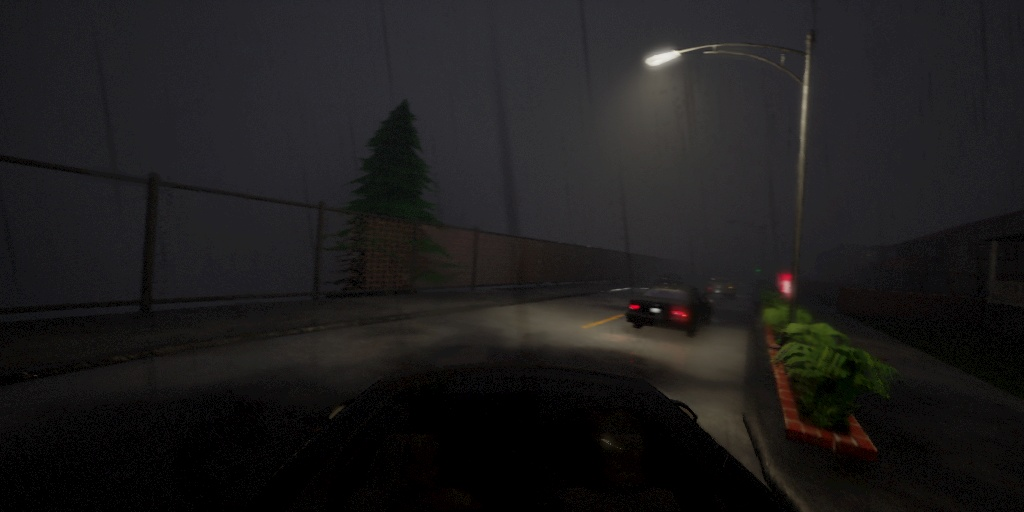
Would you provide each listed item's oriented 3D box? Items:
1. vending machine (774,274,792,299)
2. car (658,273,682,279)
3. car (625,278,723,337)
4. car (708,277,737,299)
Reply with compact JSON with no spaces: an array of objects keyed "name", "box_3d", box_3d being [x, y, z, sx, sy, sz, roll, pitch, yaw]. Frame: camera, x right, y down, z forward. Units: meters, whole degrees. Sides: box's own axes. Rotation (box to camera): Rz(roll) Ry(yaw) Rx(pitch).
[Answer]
[{"name":"vending machine","box_3d":[21.665,2.398,28.382,1.100,2.100,0.880,0,0,34]},{"name":"car","box_3d":[14.255,2.274,32.327,1.994,1.385,4.181,4,0,34]},{"name":"car","box_3d":[5.454,1.662,12.015,2.033,1.411,5.357,4,0,36]},{"name":"car","box_3d":[15.749,2.333,27.066,1.812,1.442,4.674,4,0,34]}]
